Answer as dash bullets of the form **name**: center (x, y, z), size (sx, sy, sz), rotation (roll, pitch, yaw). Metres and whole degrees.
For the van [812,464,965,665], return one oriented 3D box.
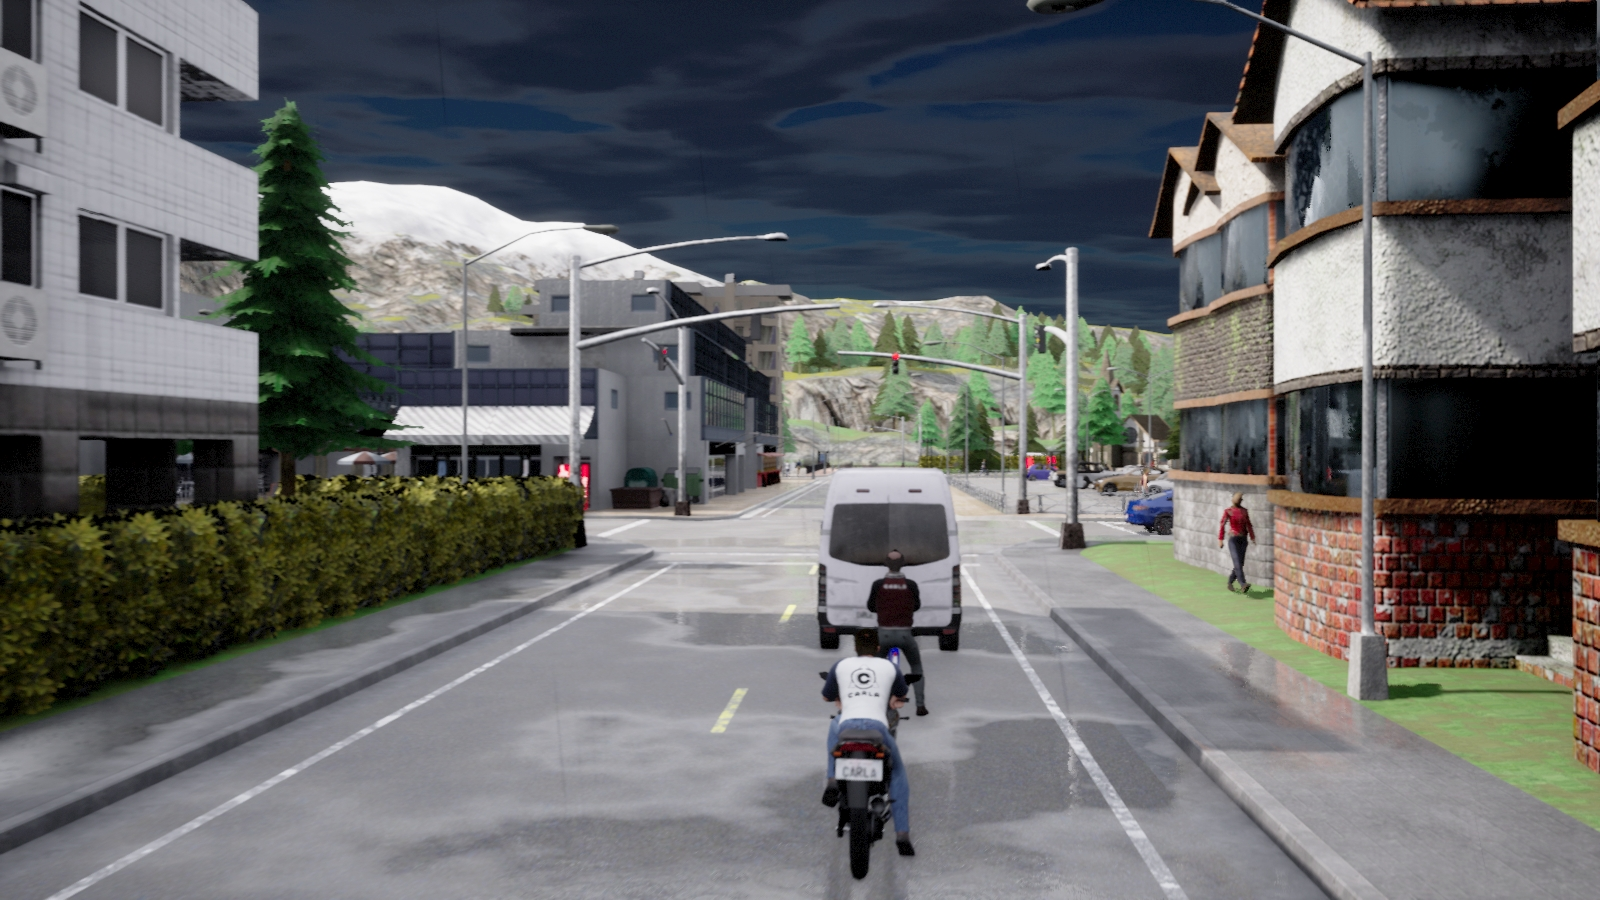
- **van**: center (1.385, 1.527, 17.909), size (1.988, 2.561, 5.915), rotation (0, 0, 4)

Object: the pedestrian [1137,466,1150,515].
- **pedestrian**: center (13.020, 1.530, 43.313), size (0.375, 1.860, 0.375), rotation (0, 0, 3)

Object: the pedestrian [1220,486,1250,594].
- **pedestrian**: center (7.639, 1.569, 20.069), size (0.375, 1.860, 0.375), rotation (0, 0, 2)

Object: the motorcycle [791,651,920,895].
- **motorcycle**: center (0.453, 2.199, 8.176), size (0.803, 1.145, 2.033), rotation (0, 0, 6)

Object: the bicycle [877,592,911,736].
- **bicycle**: center (0.984, 2.199, 12.067), size (0.329, 1.171, 1.835), rotation (0, 0, 4)

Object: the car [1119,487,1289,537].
- **car**: center (12.616, 1.910, 35.915), size (4.674, 1.442, 2.002), rotation (0, 0, 4)
